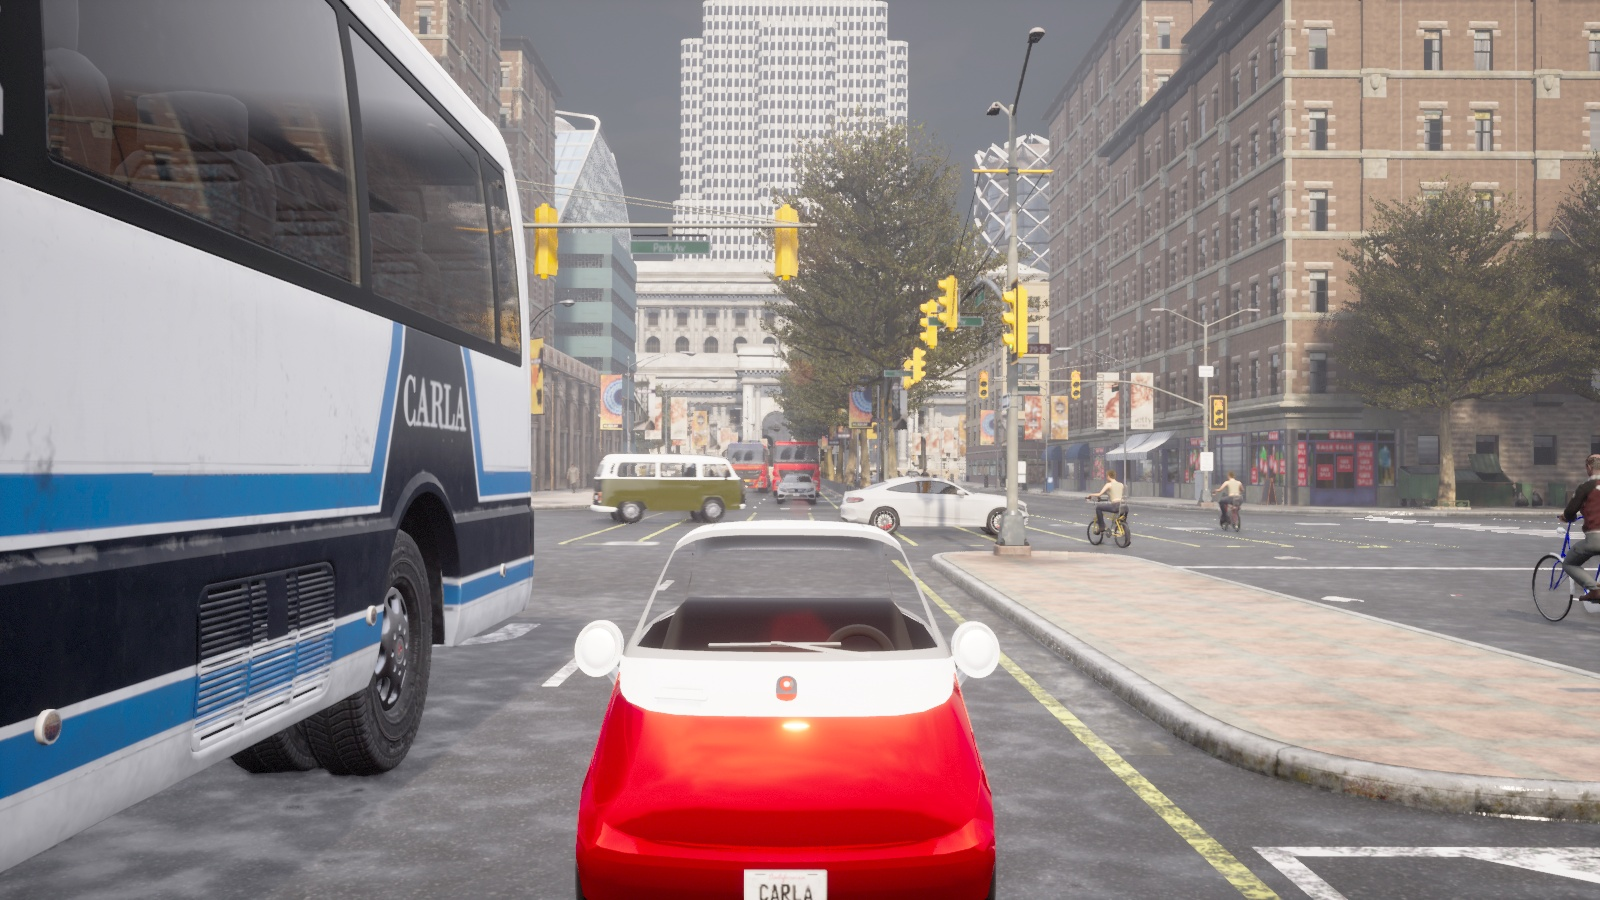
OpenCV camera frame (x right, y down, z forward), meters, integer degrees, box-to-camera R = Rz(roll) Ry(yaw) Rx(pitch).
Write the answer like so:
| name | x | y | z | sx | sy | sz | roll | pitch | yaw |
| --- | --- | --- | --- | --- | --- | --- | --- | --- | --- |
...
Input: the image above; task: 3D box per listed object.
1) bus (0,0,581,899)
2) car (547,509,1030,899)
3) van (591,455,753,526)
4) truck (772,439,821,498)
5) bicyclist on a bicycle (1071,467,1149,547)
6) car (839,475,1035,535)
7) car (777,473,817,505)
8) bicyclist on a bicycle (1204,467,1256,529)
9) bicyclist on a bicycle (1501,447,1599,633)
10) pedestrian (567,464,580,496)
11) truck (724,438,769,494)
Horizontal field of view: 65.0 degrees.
| name | x | y | z | sx | sy | sz | roll | pitch | yaw |
| --- | --- | --- | --- | --- | --- | --- | --- | --- | --- |
| bus | -3.542 | -0.482 | 3.918 | 3.944 | 4.253 | 10.273 | 0 | -1 | 0 |
| car | -0.039 | 0.953 | 4.966 | 1.481 | 1.376 | 2.207 | 0 | -1 | 0 |
| van | -3.843 | 1.183 | 37.566 | 4.480 | 2.038 | 2.069 | 0 | -1 | -18 |
| truck | -0.205 | 1.144 | 78.254 | 2.891 | 3.462 | 7.936 | 0 | -1 | 0 |
| bicyclist on a bicycle | 6.448 | 1.164 | 26.206 | 0.866 | 1.612 | 1.509 | 0 | -1 | -21 |
| car | 3.352 | 1.353 | 31.393 | 4.674 | 1.442 | 1.812 | 0 | -1 | 0 |
| car | -0.118 | 1.859 | 60.803 | 1.812 | 1.442 | 4.674 | 0 | -1 | 1 |
| bicyclist on a bicycle | 11.387 | 1.263 | 33.297 | 0.866 | 1.612 | 1.509 | 0 | -1 | 0 |
| bicyclist on a bicycle | 7.942 | 0.866 | 12.700 | 0.659 | 1.776 | 1.843 | 0 | -1 | 0 |
| pedestrian | -13.765 | 1.806 | 76.407 | 0.659 | 1.952 | 0.873 | 0 | -1 | 0 |
| truck | -3.750 | 1.178 | 90.323 | 2.891 | 3.827 | 8.468 | 0 | -1 | 0 |
